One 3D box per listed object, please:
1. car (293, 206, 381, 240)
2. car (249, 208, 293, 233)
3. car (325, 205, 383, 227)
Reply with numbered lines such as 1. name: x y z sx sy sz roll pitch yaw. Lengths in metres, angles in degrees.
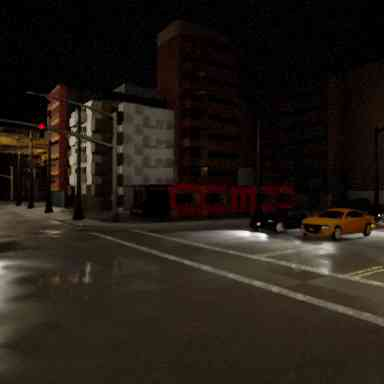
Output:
1. car: 8.098 1.662 18.344 5.008 1.535 1.882 1 -1 -35
2. car: 5.563 1.737 20.836 4.181 1.385 1.994 1 -1 -35
3. car: 12.832 1.813 26.011 4.902 1.511 2.128 1 -1 -35
